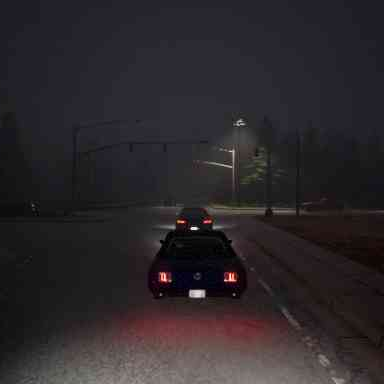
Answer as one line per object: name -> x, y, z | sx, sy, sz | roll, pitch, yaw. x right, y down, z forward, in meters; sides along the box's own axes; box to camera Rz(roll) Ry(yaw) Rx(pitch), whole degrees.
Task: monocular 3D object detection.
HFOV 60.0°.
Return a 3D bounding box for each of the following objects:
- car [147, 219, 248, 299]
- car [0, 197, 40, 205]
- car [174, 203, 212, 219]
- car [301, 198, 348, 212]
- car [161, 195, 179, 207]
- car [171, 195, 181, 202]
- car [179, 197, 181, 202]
car -> 0.101, 1.596, 8.384 | 1.895, 1.301, 4.718 | 0, 0, 0
car -> -18.332, 1.363, 35.076 | 4.553, 1.767, 2.097 | 0, 0, 1
car -> 0.104, 1.511, 17.439 | 1.812, 1.442, 4.674 | 0, 0, 0
car -> 15.162, 1.473, 38.165 | 5.008, 1.535, 1.882 | 0, 0, 1
car -> -3.584, 1.318, 51.326 | 2.097, 1.767, 4.553 | 0, 0, 0
car -> -3.433, 1.476, 72.556 | 1.812, 1.442, 4.674 | 0, 0, 1
car -> -3.543, 1.523, 62.368 | 1.994, 1.385, 4.181 | 0, 0, 1
